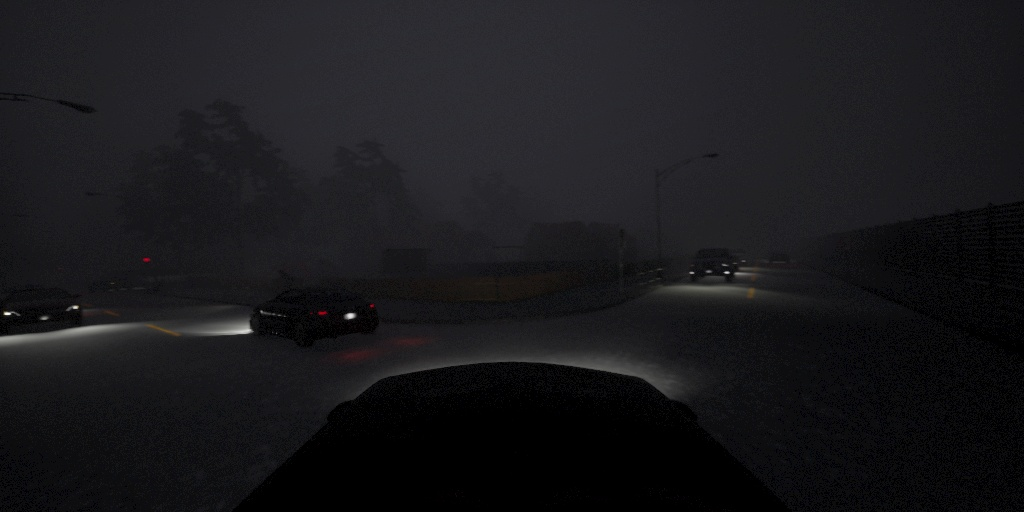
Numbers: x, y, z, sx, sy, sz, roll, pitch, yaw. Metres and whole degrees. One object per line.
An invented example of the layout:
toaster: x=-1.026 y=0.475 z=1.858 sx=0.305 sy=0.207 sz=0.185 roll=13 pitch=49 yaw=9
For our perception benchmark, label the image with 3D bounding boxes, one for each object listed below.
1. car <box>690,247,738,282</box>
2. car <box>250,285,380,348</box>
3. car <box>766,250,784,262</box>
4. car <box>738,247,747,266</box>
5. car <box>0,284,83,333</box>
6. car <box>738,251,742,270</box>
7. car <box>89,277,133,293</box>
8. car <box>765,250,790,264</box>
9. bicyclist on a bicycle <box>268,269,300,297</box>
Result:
car: x=13.035 y=0.493 z=23.203 sx=2.150 sy=2.045 sz=5.566 roll=-2 pitch=0 yaw=35
car: x=-5.633 y=1.525 z=10.114 sx=4.181 sy=1.385 sz=1.994 roll=-2 pitch=0 yaw=36
car: x=35.968 y=-0.069 z=49.079 sx=1.837 sy=1.490 sz=4.892 roll=-2 pitch=0 yaw=35
car: x=24.884 y=0.057 z=40.119 sx=2.150 sy=2.045 sz=5.566 roll=-2 pitch=0 yaw=35
car: x=-18.261 y=1.956 z=13.841 sx=4.674 sy=1.442 sz=1.812 roll=-2 pitch=0 yaw=34
car: x=18.712 y=0.588 z=31.340 sx=1.812 sy=1.442 sz=4.674 roll=-2 pitch=0 yaw=35
car: x=-39.275 y=2.742 z=35.132 sx=1.812 sy=1.442 sz=4.674 roll=-2 pitch=0 yaw=-30
car: x=30.106 y=0.133 z=40.444 sx=2.128 sy=1.511 sz=4.902 roll=-2 pitch=0 yaw=35
bicyclist on a bicycle: x=-12.906 y=1.582 z=20.334 sx=0.582 sy=1.620 sz=1.656 roll=-2 pitch=0 yaw=35
